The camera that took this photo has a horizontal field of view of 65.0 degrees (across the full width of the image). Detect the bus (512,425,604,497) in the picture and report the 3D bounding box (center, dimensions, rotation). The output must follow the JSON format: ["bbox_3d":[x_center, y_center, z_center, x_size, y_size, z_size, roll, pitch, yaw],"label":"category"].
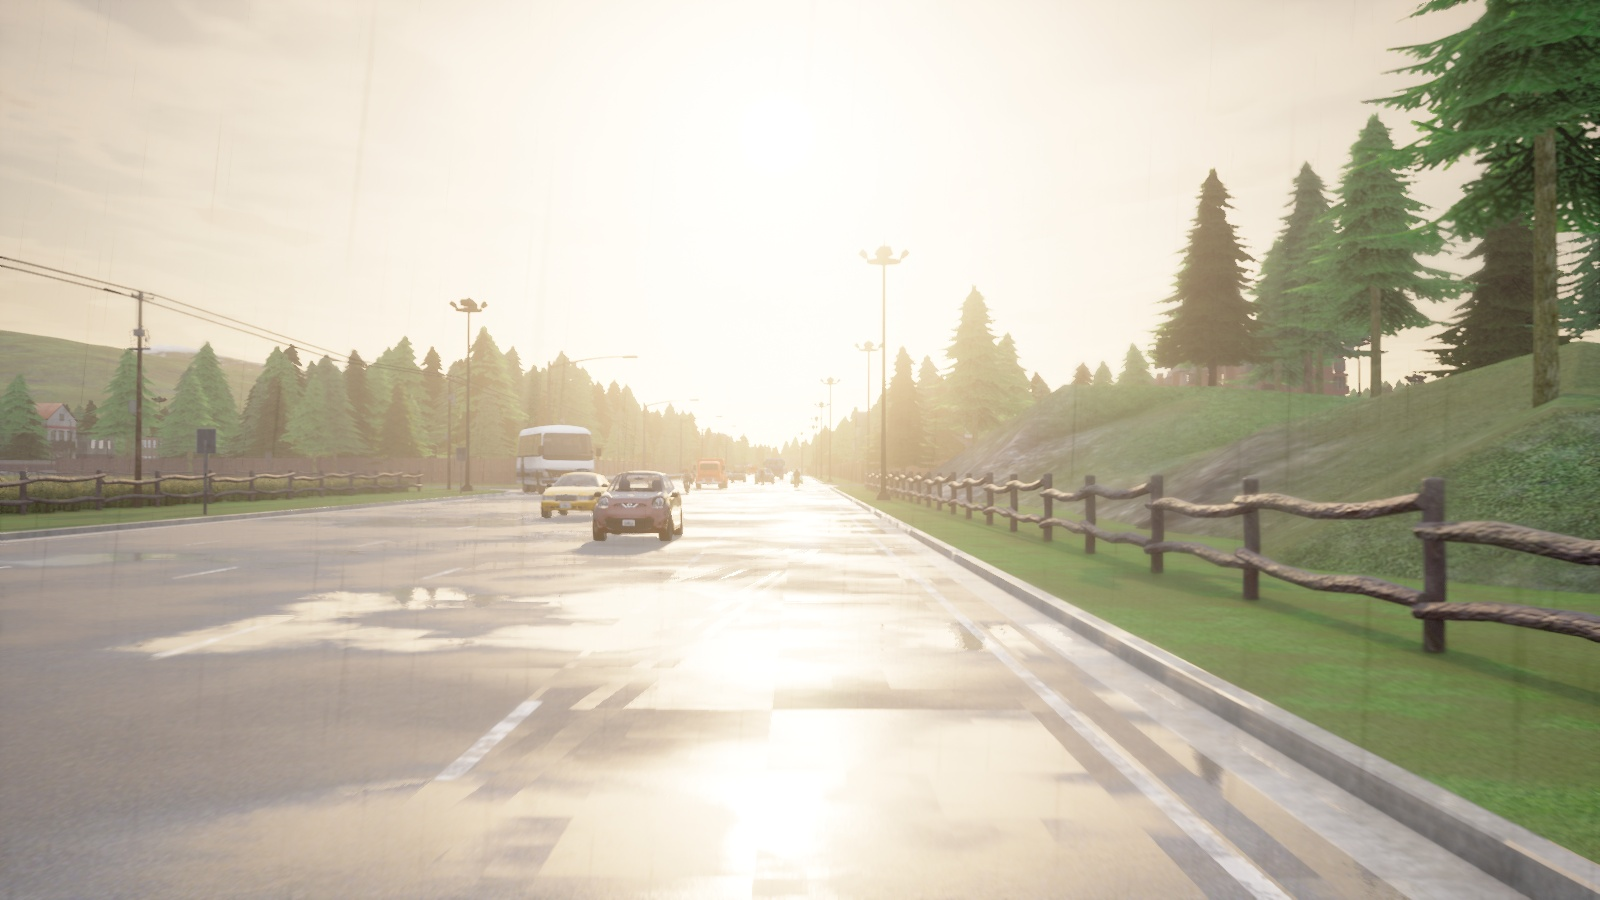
[{"bbox_3d":[-15.414,0.735,79.216,3.944,4.253,10.273,1,-1,-21],"label":"bus"}]

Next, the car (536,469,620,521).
[{"bbox_3d":[-7.100,1.416,40.722,1.801,1.575,5.366,0,-1,0],"label":"car"}]

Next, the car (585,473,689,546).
[{"bbox_3d":[-3.568,1.277,28.021,1.845,1.501,3.633,0,-1,0],"label":"car"}]
